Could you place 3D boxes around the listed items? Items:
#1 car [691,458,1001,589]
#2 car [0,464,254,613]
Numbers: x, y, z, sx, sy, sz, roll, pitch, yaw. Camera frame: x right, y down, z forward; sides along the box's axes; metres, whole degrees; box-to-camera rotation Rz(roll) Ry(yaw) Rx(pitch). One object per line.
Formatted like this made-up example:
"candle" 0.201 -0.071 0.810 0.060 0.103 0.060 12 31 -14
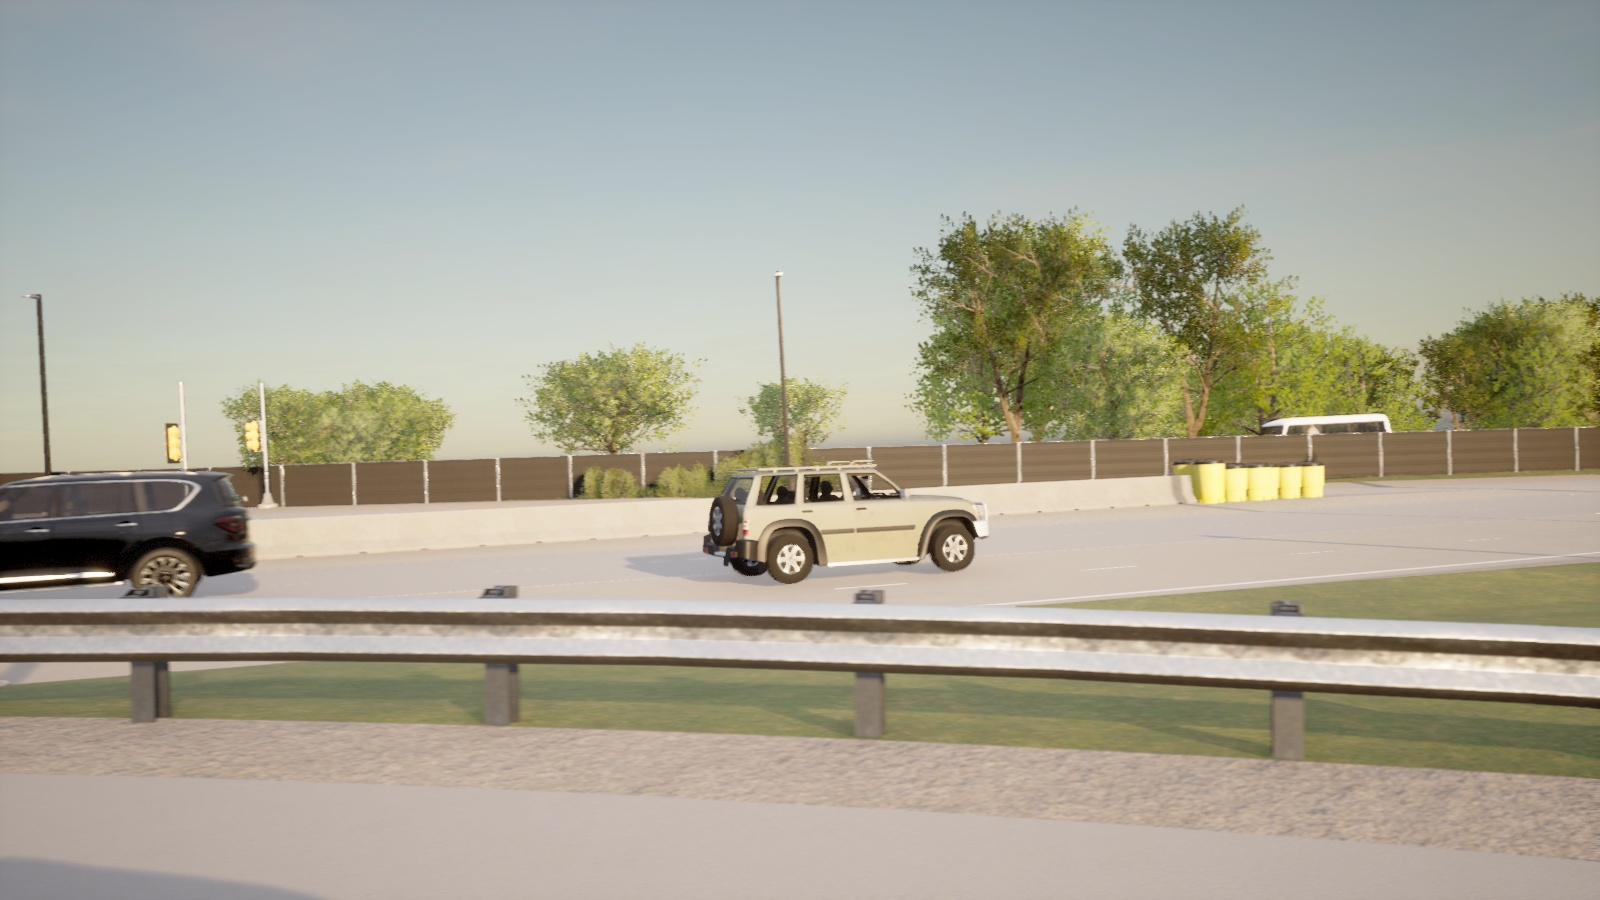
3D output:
"car" 0.747 1.115 20.401 4.605 1.855 1.932 -1 -1 -23
"car" -11.372 1.312 19.090 5.566 2.045 2.150 -1 -1 -23
